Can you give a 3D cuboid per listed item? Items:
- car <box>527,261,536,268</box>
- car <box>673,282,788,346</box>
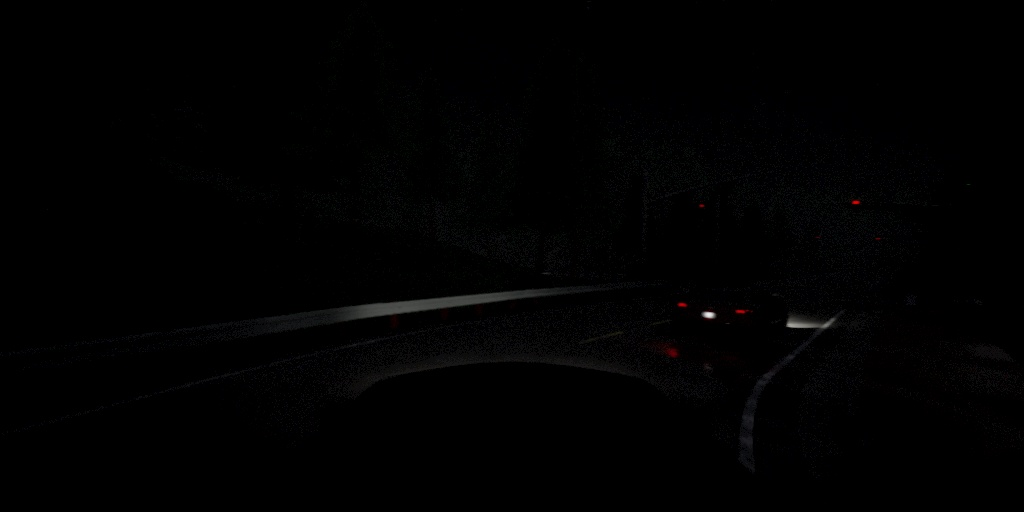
[{"bbox_3d":[1.383,1.247,42.482,1.812,1.442,4.674,1,1,-31],"label":"car"},{"bbox_3d":[6.212,1.430,10.067,4.181,1.385,1.994,1,0,-44],"label":"car"}]
